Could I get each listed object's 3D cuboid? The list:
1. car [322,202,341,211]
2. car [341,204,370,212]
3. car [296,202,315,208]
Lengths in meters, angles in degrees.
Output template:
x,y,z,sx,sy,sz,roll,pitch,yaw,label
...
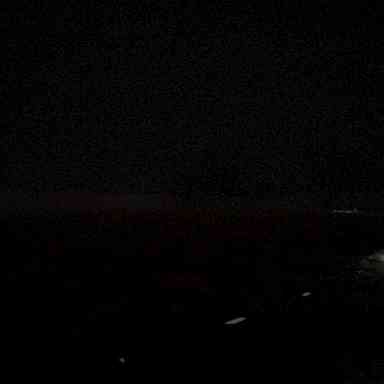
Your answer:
x,y,z,sx,sy,sz,roll,pitch,yaw,label
23.165,2.360,55.112,1.837,1.490,4.892,2,-1,-2,car
26.306,2.494,53.196,1.895,1.301,4.718,1,-1,0,car
23.951,2.768,70.386,1.895,1.301,4.718,2,-1,-13,car
